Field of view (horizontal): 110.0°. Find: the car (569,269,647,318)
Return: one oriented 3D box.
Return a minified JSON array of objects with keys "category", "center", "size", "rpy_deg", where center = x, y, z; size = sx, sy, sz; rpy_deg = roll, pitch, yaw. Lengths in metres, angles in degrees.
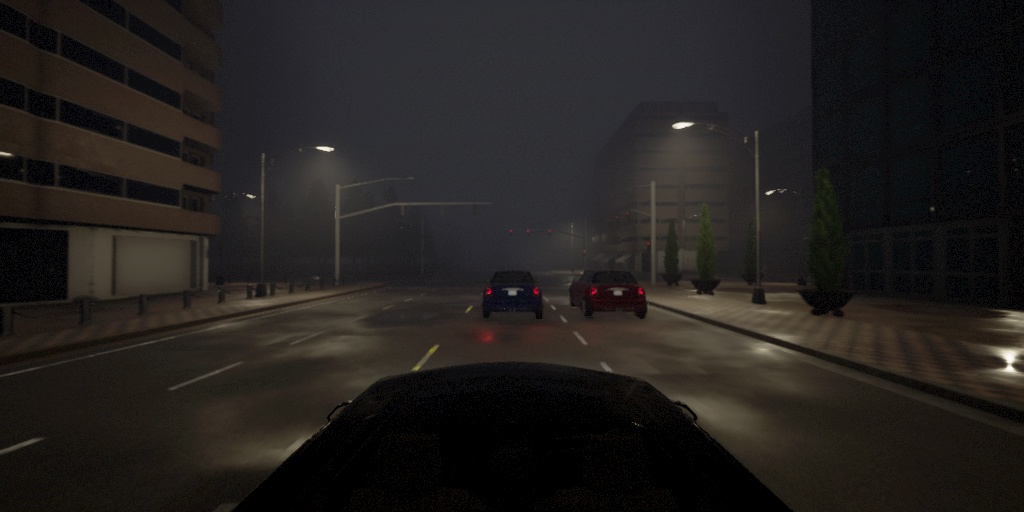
[{"category":"car","center":[3.538,1.273,14.021],"size":[2.097,1.767,4.553],"rpy_deg":[0,-1,1]}]

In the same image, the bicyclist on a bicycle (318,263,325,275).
[{"category":"bicyclist on a bicycle","center":[-25.688,1.756,48.335],"size":[0.582,1.620,1.656],"rpy_deg":[0,-1,0]}]

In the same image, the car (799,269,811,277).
[{"category":"car","center":[39.221,1.953,44.893],"size":[5.357,1.411,2.033],"rpy_deg":[0,-1,0]}]

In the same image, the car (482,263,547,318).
[{"category":"car","center":[0.038,1.273,14.019],"size":[2.097,1.767,4.553],"rpy_deg":[0,-1,1]}]
